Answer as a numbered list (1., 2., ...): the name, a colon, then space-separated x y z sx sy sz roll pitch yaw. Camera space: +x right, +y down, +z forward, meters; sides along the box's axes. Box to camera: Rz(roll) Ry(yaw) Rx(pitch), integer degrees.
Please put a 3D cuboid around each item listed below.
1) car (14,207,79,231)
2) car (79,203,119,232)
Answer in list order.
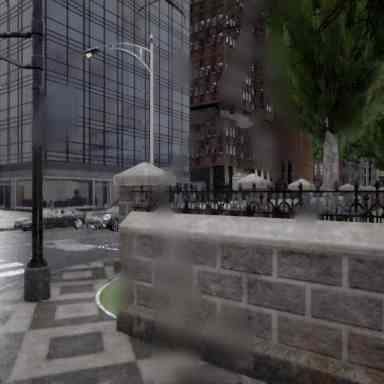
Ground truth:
1. car: -8.431 1.628 20.209 2.008 1.369 4.403 0 -1 36
2. car: -4.451 1.448 21.166 2.097 1.767 4.553 0 0 36
